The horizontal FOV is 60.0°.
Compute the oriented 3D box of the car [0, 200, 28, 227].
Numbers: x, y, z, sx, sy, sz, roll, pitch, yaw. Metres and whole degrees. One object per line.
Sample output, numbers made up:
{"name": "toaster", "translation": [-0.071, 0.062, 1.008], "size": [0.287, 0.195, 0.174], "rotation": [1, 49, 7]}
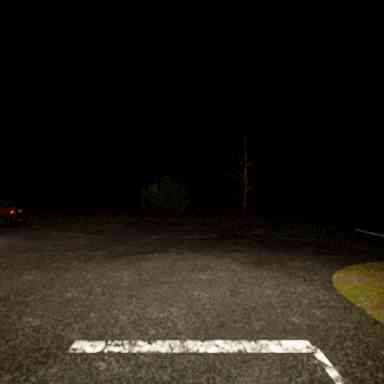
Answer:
{"name": "car", "translation": [-13.244, 1.283, 21.478], "size": [4.553, 1.767, 2.097], "rotation": [0, 0, -2]}
